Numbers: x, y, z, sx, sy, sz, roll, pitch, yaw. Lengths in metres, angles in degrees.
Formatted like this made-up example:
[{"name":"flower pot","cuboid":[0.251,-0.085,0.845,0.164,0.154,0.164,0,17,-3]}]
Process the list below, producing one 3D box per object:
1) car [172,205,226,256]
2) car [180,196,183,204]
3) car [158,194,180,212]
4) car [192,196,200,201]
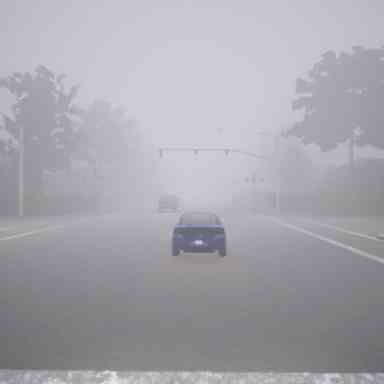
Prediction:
[{"name":"car","cuboid":[0.314,1.500,13.344,1.882,1.535,5.008,0,0,2]},{"name":"car","cuboid":[-2.729,1.610,50.430,1.812,1.442,4.674,0,0,1]},{"name":"car","cuboid":[-2.881,1.288,40.202,2.150,2.045,5.566,0,0,-2]},{"name":"car","cuboid":[1.078,1.688,84.884,1.994,1.385,4.181,0,0,0]}]
